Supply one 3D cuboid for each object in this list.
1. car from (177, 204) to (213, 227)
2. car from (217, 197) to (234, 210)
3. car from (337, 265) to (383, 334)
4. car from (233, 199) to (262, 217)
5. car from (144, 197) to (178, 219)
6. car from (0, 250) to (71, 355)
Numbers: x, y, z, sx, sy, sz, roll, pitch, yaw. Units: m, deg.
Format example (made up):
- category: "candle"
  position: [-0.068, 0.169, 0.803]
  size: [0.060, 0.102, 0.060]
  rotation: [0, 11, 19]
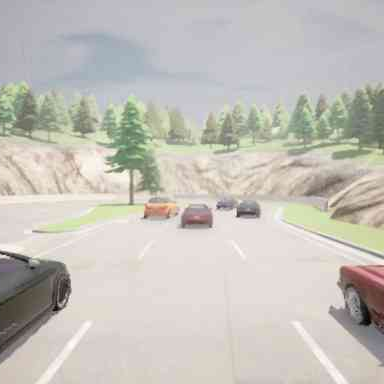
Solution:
- category: "car"
  position: [0.375, 1.445, 21.547]
  size: [1.994, 1.385, 4.181]
  rotation: [0, 0, 3]
- category: "car"
  position: [4.222, 1.331, 39.184]
  size: [2.033, 1.411, 5.357]
  rotation: [0, 0, 16]
- category: "car"
  position: [3.601, 1.578, 4.024]
  size: [1.895, 1.301, 4.718]
  rotation: [0, 0, 0]
- category: "car"
  position: [5.079, 1.402, 29.156]
  size: [1.994, 1.385, 4.181]
  rotation: [0, 0, 14]
- category: "car"
  position: [-2.372, 1.199, 27.596]
  size: [2.097, 1.767, 4.553]
  rotation: [0, 0, 10]
- category: "car"
  position: [-3.400, 1.536, 4.983]
  size: [1.994, 1.385, 4.181]
  rotation: [0, 0, 0]
